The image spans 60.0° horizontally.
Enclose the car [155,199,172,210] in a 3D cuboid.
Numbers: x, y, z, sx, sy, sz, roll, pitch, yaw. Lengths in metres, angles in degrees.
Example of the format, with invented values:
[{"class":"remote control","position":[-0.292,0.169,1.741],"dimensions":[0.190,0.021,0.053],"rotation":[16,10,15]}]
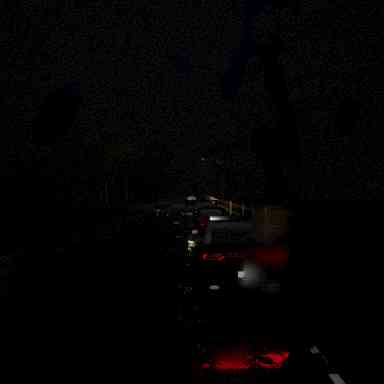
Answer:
[{"class":"car","position":[-3.703,1.578,43.552],"dimensions":[1.994,1.385,4.181],"rotation":[0,0,0]}]

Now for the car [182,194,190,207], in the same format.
[{"class":"car","position":[-0.060,1.503,50.942],"dimensions":[2.128,1.511,4.902],"rotation":[0,0,0]}]

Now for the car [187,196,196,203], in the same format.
[{"class":"car","position":[-0.166,1.595,69.576],"dimensions":[1.895,1.301,4.718],"rotation":[0,0,0]}]

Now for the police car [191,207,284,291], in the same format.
[{"class":"police car","position":[1.027,1.432,9.182],"dimensions":[1.930,1.638,5.238],"rotation":[0,0,0]}]

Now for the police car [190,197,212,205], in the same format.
[{"class":"police car","position":[0.989,1.437,25.194],"dimensions":[1.930,1.638,5.238],"rotation":[0,0,0]}]

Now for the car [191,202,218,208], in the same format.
[{"class":"car","position":[1.004,1.537,19.079],"dimensions":[1.812,1.442,4.674],"rotation":[0,0,0]}]
